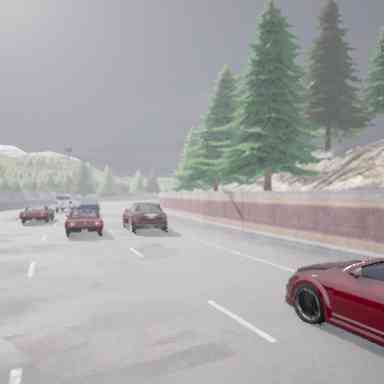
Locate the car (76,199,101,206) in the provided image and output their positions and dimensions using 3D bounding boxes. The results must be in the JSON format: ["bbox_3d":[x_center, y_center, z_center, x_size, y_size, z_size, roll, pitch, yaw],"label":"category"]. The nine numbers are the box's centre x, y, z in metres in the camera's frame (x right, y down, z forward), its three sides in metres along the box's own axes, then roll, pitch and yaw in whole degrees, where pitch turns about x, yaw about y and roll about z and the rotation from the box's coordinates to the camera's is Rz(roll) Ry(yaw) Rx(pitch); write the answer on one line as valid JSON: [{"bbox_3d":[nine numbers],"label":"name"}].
[{"bbox_3d":[-10.385,1.607,34.077,1.882,1.535,5.008,0,0,-13],"label":"car"}]

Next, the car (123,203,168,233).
[{"bbox_3d":[-3.000,1.435,20.618,2.097,1.767,4.553,0,0,-19],"label":"car"}]

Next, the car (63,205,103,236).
[{"bbox_3d":[-6.179,1.672,18.984,1.895,1.301,4.718,0,0,-19],"label":"car"}]

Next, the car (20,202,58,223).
[{"bbox_3d":[-12.026,1.695,26.164,1.895,1.301,4.718,0,0,-15],"label":"car"}]

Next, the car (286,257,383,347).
[{"bbox_3d":[3.423,1.590,5.045,1.994,1.385,4.181,0,0,-27],"label":"car"}]

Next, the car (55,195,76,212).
[{"bbox_3d":[-15.157,1.372,40.522,2.150,2.045,5.566,0,0,-10],"label":"car"}]
